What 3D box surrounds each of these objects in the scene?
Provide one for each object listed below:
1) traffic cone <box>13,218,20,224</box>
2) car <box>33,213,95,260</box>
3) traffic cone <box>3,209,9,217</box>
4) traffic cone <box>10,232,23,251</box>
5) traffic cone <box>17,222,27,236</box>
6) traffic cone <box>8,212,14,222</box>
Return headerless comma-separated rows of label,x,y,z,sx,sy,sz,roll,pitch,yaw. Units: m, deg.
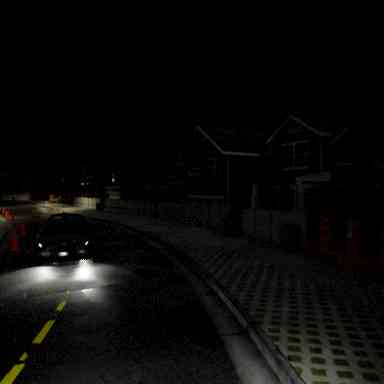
traffic cone,-11.063,1.956,21.274,0.340,0.580,0.340,0,0,-32
car,-4.870,1.548,12.902,2.033,1.411,5.357,0,0,-19
traffic cone,-16.424,1.957,29.715,0.340,0.580,0.340,0,0,-32
traffic cone,-6.830,1.956,12.831,0.340,0.580,0.340,0,0,-20
traffic cone,-8.696,1.956,17.158,0.340,0.580,0.340,0,0,-27
traffic cone,-13.744,1.956,25.495,0.340,0.580,0.340,0,0,-32
